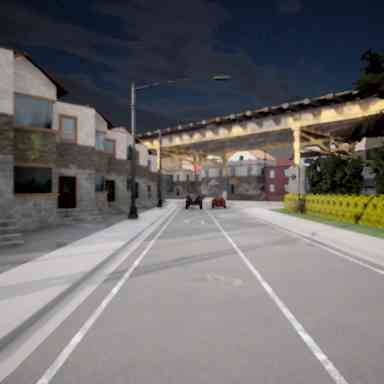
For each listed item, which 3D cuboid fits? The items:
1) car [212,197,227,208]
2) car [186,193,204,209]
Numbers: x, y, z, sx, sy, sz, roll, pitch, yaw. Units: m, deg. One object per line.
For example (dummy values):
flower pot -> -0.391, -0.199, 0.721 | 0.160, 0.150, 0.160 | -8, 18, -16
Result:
car -> 3.840, 1.419, 47.019 | 1.882, 1.535, 5.008 | 0, 0, 5
car -> 0.365, 1.159, 44.808 | 2.150, 2.045, 5.566 | 0, -1, 3
